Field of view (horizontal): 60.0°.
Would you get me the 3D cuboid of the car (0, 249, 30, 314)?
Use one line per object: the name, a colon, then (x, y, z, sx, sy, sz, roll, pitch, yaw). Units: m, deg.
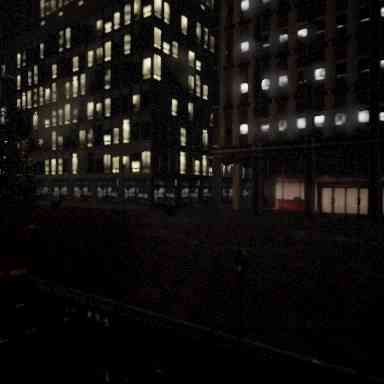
car: (-4.911, 1.489, 6.370, 4.507, 1.381, 1.887, 1, 1, 35)
